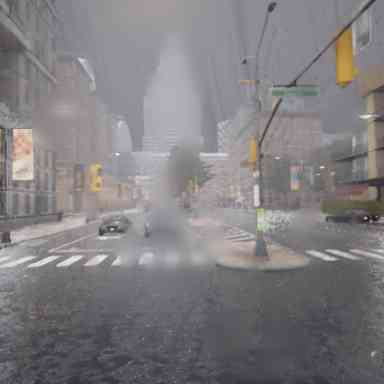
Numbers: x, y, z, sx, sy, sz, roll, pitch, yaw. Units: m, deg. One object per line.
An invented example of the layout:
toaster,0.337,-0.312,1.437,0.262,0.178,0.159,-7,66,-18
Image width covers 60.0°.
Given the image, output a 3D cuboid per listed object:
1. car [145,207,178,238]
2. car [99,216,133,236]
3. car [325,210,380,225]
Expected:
car,-2.097,2.170,23.535,2.097,1.767,4.553,-1,-2,-3
car,-5.677,2.491,25.231,1.994,1.385,4.181,-1,-2,-3
car,14.297,2.296,30.088,1.895,1.301,4.718,-4,-2,-19
